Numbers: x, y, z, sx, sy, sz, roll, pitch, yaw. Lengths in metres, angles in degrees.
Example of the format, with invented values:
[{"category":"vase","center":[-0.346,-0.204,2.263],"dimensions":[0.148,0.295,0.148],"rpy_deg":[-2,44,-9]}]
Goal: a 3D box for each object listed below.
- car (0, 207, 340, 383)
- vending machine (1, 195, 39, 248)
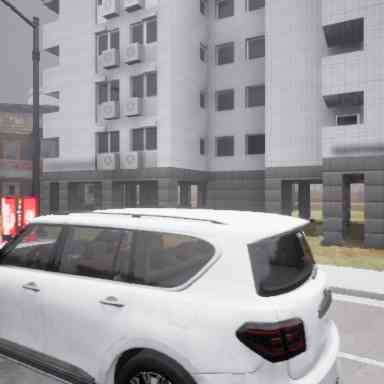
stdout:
[{"category":"car","center":[-1.094,1.225,4.386],"dimensions":[5.566,2.045,2.150],"rpy_deg":[1,0,30]},{"category":"vending machine","center":[-7.198,1.195,13.927],"dimensions":[0.880,2.100,1.100],"rpy_deg":[0,0,21]}]
